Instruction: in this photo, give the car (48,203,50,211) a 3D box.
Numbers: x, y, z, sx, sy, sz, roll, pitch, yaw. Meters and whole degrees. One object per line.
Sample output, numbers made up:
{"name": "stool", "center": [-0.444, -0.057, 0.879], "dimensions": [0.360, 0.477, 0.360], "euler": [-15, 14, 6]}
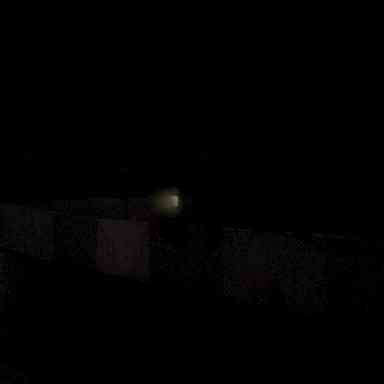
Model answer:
{"name": "car", "center": [-11.076, 1.413, 22.551], "dimensions": [2.128, 1.511, 4.902], "euler": [-3, -1, 36]}
